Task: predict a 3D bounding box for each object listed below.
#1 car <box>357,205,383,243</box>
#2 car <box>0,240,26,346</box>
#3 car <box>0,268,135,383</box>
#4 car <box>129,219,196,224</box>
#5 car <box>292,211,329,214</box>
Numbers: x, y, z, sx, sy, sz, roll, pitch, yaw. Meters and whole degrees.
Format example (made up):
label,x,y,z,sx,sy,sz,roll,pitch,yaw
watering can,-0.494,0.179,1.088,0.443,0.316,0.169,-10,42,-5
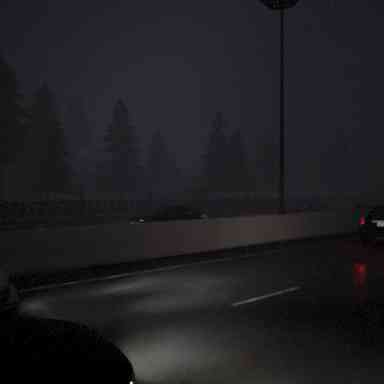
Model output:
label,x,y,z,sx,sy,sz,roll,pitch,yaw
car,9.402,1.343,14.752,4.553,1.767,2.097,0,0,-36
car,-5.006,1.602,4.475,4.718,1.301,1.895,0,0,-35
car,-2.672,1.506,1.842,4.892,1.490,1.837,0,0,-35
car,-1.441,1.500,20.157,4.892,1.490,1.837,0,0,-35
car,12.113,1.467,34.007,5.008,1.535,1.882,0,0,-35
